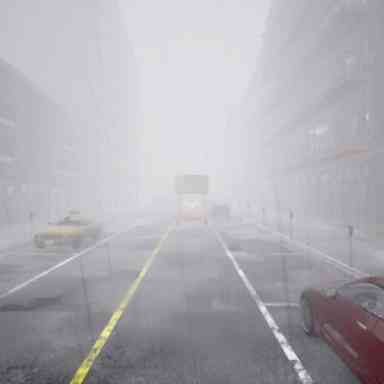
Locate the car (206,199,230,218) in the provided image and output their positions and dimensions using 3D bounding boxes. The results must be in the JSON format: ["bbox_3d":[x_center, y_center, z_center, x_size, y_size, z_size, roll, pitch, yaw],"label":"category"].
[{"bbox_3d":[2.589,1.645,31.442,1.887,1.381,4.507,1,0,0],"label":"car"}]

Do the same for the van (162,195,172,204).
[{"bbox_3d":[-5.280,1.638,70.220,1.690,1.788,3.998,2,0,0],"label":"van"}]

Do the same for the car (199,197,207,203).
[{"bbox_3d":[2.596,1.911,81.217,1.887,1.381,4.507,1,0,0],"label":"car"}]

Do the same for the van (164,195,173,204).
[{"bbox_3d":[-5.280,1.672,75.752,1.690,1.788,3.998,1,0,0],"label":"van"}]

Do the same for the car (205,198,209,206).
[{"bbox_3d":[2.590,1.650,37.144,1.752,1.417,4.829,1,0,0],"label":"car"}]

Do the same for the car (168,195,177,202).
[{"bbox_3d":[-5.277,1.759,92.342,2.192,1.841,5.009,1,0,0],"label":"car"}]

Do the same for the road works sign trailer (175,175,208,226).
[{"bbox_3d":[-0.007,0.537,24.133,2.380,3.560,2.880,0,0,0],"label":"road works sign trailer"}]

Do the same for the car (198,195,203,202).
[{"bbox_3d":[2.593,1.784,59.096,2.008,1.369,4.403,1,0,0],"label":"car"}]

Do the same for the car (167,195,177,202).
[{"bbox_3d":[-5.278,1.720,86.812,2.192,1.841,5.009,1,0,0],"label":"car"}]

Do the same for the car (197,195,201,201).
[{"bbox_3d":[2.596,1.875,75.688,1.887,1.381,4.507,1,0,0],"label":"car"}]

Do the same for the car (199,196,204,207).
[{"bbox_3d":[2.592,1.749,53.564,1.887,1.381,4.507,1,0,0],"label":"car"}]

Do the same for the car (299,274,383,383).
[{"bbox_3d":[2.584,1.592,3.792,1.802,1.307,4.206,1,0,0],"label":"car"}]

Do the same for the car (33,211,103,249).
[{"bbox_3d":[-5.292,1.567,14.752,1.752,1.417,4.829,2,0,0],"label":"car"}]

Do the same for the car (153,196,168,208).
[{"bbox_3d":[-5.287,1.730,53.459,1.752,1.417,4.829,2,0,0],"label":"car"}]

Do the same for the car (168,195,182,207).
[{"bbox_3d":[-2.802,1.728,57.185,1.837,1.490,4.892,0,0,0],"label":"car"}]

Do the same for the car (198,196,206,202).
[{"bbox_3d":[2.607,1.844,86.750,1.967,1.590,4.097,1,0,0],"label":"car"}]
